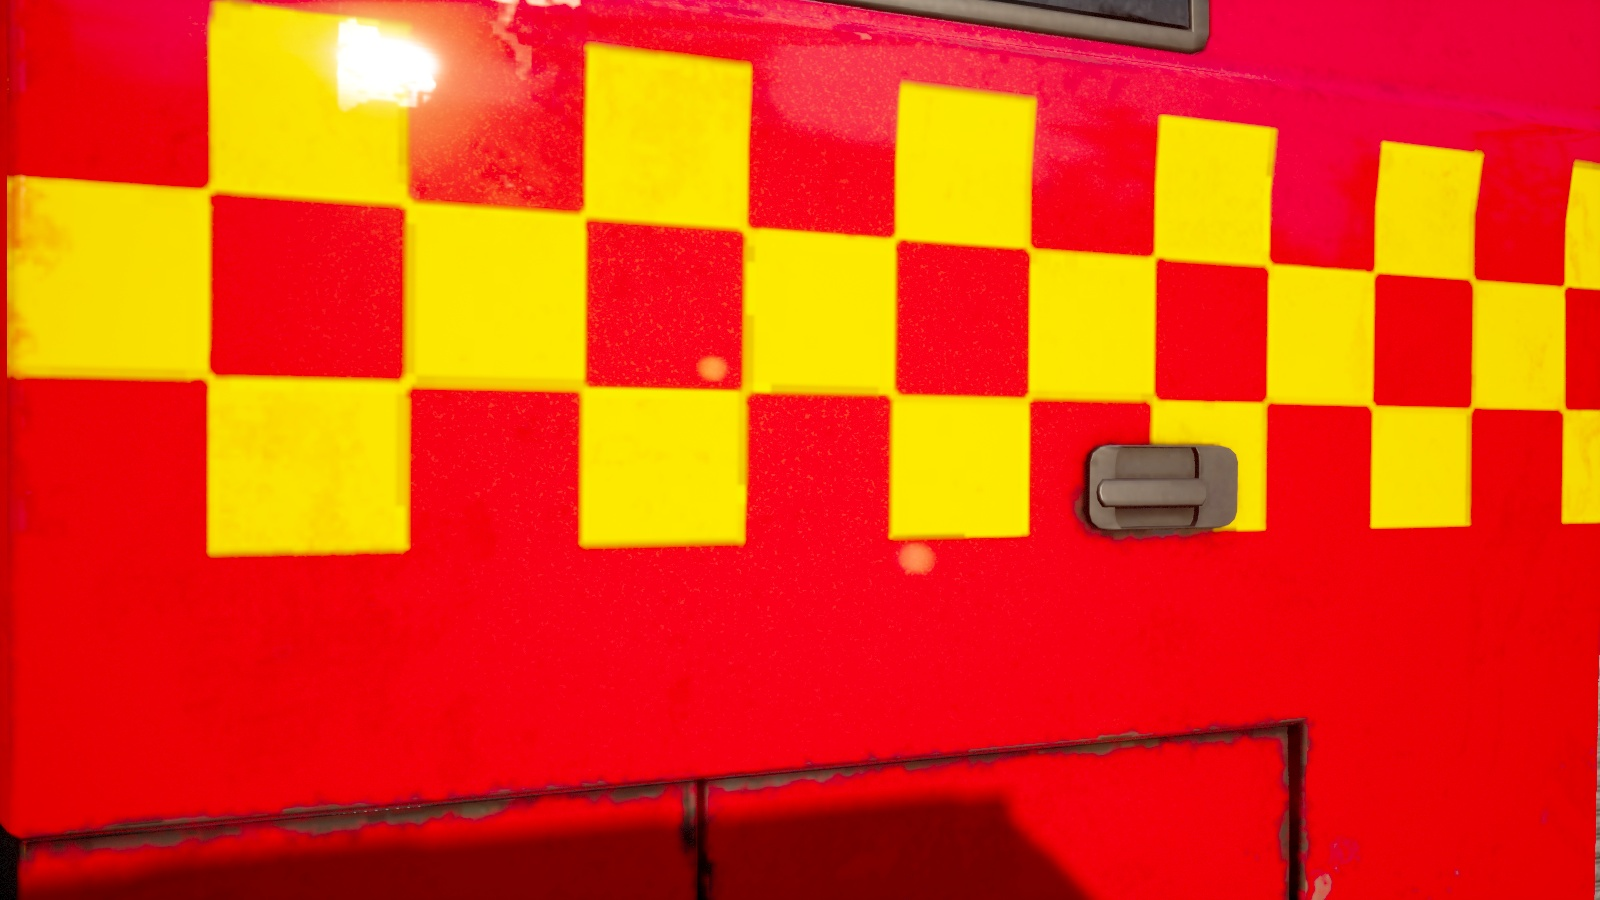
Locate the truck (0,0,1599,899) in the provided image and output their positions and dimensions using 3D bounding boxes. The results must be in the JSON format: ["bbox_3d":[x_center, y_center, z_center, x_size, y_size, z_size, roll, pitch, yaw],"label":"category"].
[{"bbox_3d":[0.048,-0.420,3.242,8.468,3.827,2.891,-1,1,-21],"label":"truck"}]
